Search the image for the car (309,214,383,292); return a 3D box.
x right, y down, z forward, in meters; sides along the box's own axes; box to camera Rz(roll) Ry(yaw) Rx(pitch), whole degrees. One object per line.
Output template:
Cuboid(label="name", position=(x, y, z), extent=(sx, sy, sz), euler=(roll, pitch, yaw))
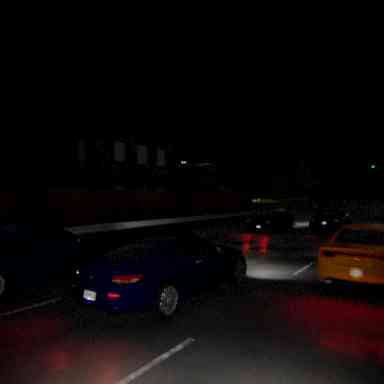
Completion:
Cuboid(label="car", position=(4.848, 1.596, 9.069), extent=(1.882, 1.535, 5.008), euler=(0, -1, 34))

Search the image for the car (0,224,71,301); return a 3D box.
Cuboid(label="car", position=(-4.014, 1.550, 8.469), extent=(1.882, 1.535, 5.008), euler=(0, -1, 34))

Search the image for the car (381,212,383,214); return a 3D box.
Cuboid(label="car", position=(13.904, 1.824, 22.462), extent=(1.812, 1.442, 4.674), euler=(0, -1, 34))

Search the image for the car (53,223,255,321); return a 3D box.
Cuboid(label="car", position=(-0.434, 1.604, 7.514), extent=(1.812, 1.442, 4.674), euler=(0, -1, 34))

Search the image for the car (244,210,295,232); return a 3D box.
Cuboid(label="car", position=(5.312, 1.858, 22.230), extent=(1.895, 1.301, 4.718), euler=(0, -1, 34))

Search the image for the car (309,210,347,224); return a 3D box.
Cuboid(label="car", position=(8.961, 1.829, 21.376), extent=(1.994, 1.385, 4.181), euler=(0, -1, 34))
